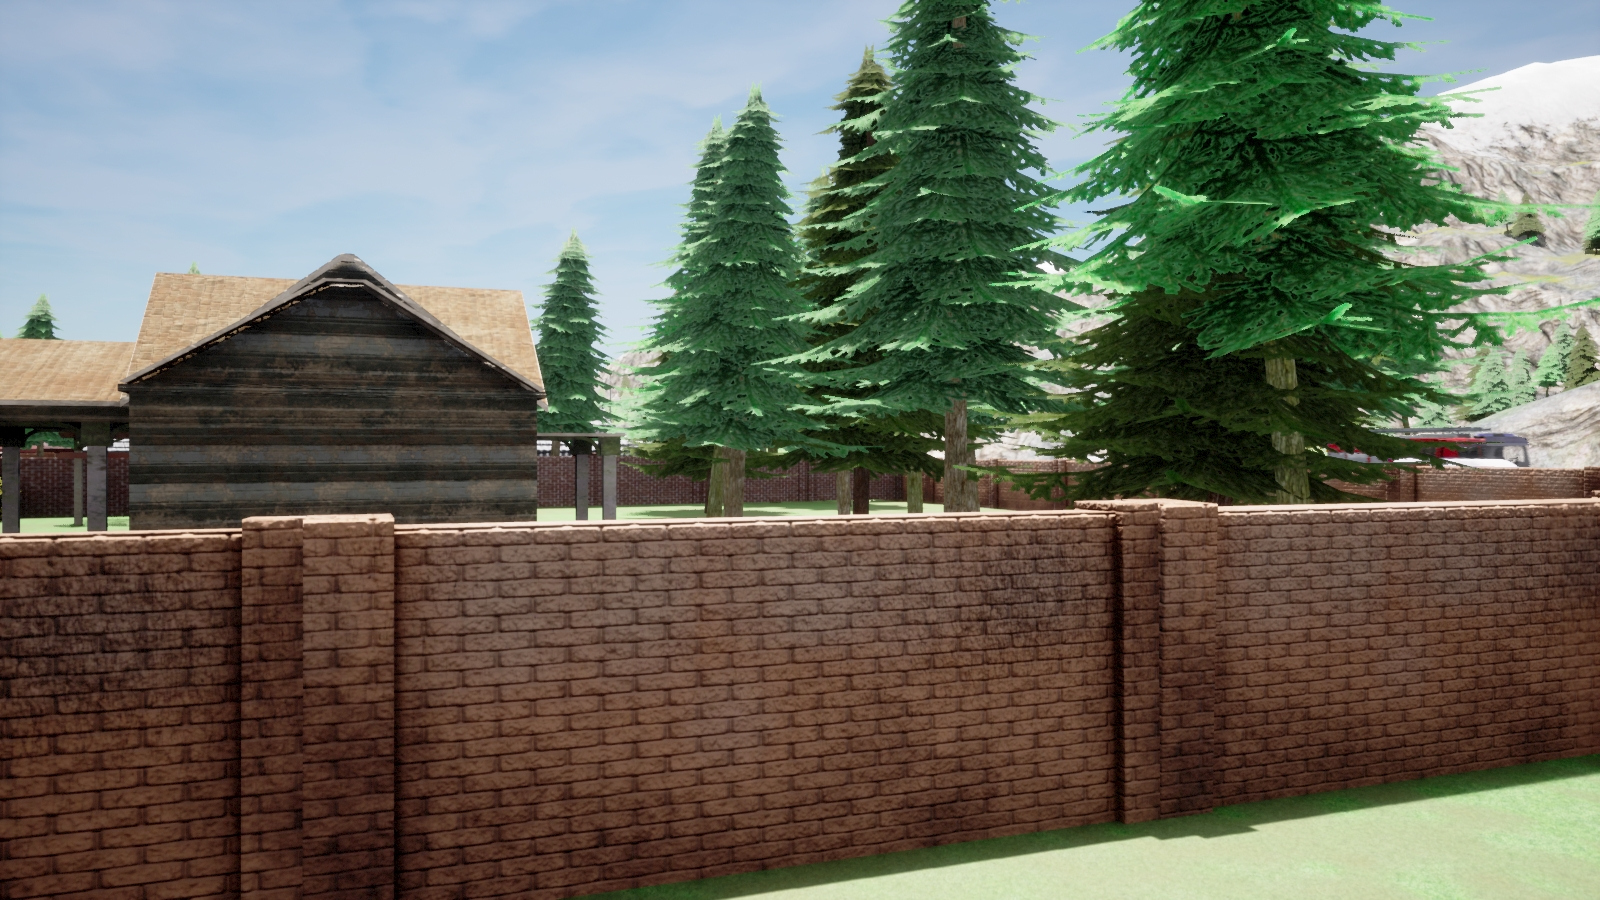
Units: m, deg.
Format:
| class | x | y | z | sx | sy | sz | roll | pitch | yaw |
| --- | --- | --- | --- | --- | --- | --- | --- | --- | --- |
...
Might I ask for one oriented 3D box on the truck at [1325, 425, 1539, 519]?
| class | x | y | z | sx | sy | sz | roll | pitch | yaw |
| --- | --- | --- | --- | --- | --- | --- | --- | --- | --- |
| truck | 27.897 | 0.916 | 50.997 | 2.891 | 3.827 | 8.468 | 0 | 0 | -21 |
